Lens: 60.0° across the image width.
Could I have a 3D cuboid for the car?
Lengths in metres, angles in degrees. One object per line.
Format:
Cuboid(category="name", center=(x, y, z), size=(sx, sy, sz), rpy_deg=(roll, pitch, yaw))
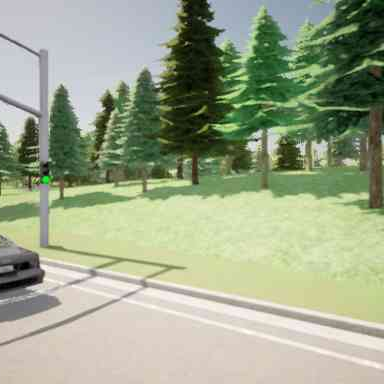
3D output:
Cuboid(category="car", center=(-5.764, 1.604, 8.108), size=(5.357, 1.411, 2.033), rpy_deg=(0, 0, 36))
